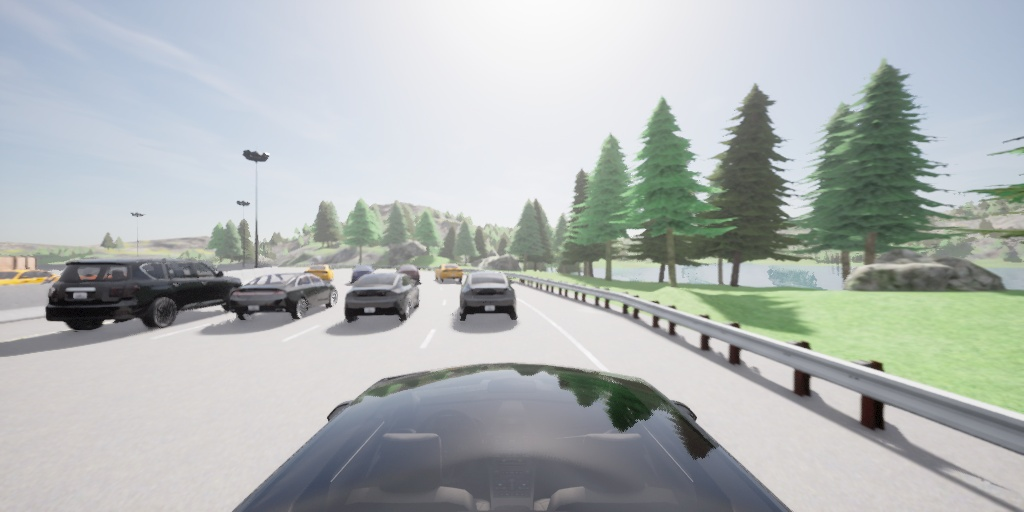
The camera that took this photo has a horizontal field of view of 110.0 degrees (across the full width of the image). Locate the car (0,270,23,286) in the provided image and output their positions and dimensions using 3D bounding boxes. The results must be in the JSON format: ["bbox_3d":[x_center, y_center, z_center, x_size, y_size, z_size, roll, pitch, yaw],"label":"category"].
[{"bbox_3d":[-27.514,1.497,19.761,1.882,1.535,5.008,0,0,-17],"label":"car"}]

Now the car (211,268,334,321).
[{"bbox_3d":[-8.003,1.354,13.080,2.128,1.511,4.902,0,0,-7],"label":"car"}]

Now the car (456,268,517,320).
[{"bbox_3d":[-0.960,1.324,13.071,1.837,1.490,4.892,0,0,-7],"label":"car"}]

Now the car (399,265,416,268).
[{"bbox_3d":[-9.008,1.495,30.983,1.812,1.442,4.674,0,0,-20],"label":"car"}]

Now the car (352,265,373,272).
[{"bbox_3d":[-12.538,1.513,30.381,1.812,1.442,4.674,0,0,-21],"label":"car"}]

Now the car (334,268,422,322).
[{"bbox_3d":[-4.455,1.345,12.871,1.837,1.490,4.892,0,0,-7],"label":"car"}]

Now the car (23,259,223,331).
[{"bbox_3d":[-11.313,1.099,11.766,2.150,2.045,5.566,0,0,-7],"label":"car"}]

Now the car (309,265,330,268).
[{"bbox_3d":[-16.257,1.488,30.361,1.882,1.535,5.008,0,0,-22],"label":"car"}]

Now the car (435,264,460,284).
[{"bbox_3d":[-5.683,1.433,32.041,1.882,1.535,5.008,0,0,-19],"label":"car"}]
